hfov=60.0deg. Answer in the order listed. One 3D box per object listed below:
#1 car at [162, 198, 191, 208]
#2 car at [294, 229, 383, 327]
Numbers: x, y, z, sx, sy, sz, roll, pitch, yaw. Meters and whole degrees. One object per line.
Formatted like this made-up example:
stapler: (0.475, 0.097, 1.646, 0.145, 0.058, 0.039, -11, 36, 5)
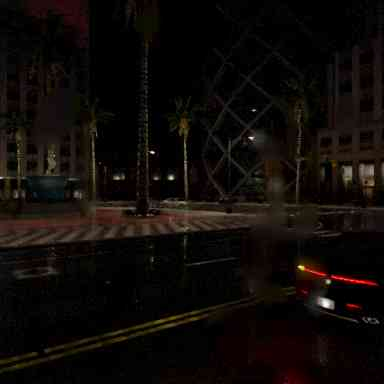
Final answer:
car: (-2.261, 1.602, 47.897, 4.674, 1.442, 1.812, 1, 1, 34)
car: (4.113, 1.512, 6.704, 4.892, 1.490, 1.837, 0, 0, -35)
